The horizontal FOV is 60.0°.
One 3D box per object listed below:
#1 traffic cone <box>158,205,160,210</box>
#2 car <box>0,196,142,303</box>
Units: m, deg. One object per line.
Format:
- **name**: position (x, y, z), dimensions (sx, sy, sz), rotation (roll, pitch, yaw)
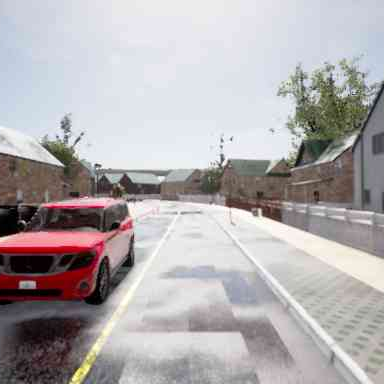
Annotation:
- **traffic cone**: position (-3.919, 1.980, 37.902), dimensions (0.340, 0.580, 0.340), rotation (0, 0, -2)
- **car**: position (-2.851, 1.225, 8.529), dimensions (2.150, 2.045, 5.566), rotation (0, 1, 0)
